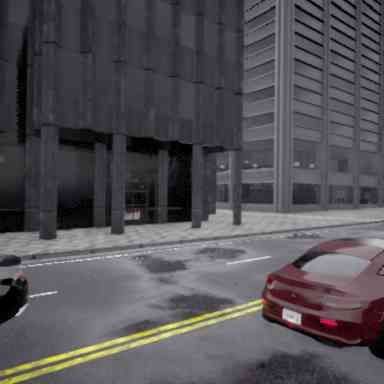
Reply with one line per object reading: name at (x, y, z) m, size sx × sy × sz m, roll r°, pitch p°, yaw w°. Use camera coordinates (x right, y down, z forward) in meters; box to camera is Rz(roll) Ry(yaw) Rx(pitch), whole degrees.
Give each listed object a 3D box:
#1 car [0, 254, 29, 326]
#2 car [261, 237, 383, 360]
car at (-4.819, 1.480, 4.279) m, size 4.902 × 1.511 × 2.128 m, roll 0°, pitch 0°, yaw -37°
car at (3.223, 1.561, 5.949) m, size 4.674 × 1.442 × 1.812 m, roll 0°, pitch 0°, yaw -37°
